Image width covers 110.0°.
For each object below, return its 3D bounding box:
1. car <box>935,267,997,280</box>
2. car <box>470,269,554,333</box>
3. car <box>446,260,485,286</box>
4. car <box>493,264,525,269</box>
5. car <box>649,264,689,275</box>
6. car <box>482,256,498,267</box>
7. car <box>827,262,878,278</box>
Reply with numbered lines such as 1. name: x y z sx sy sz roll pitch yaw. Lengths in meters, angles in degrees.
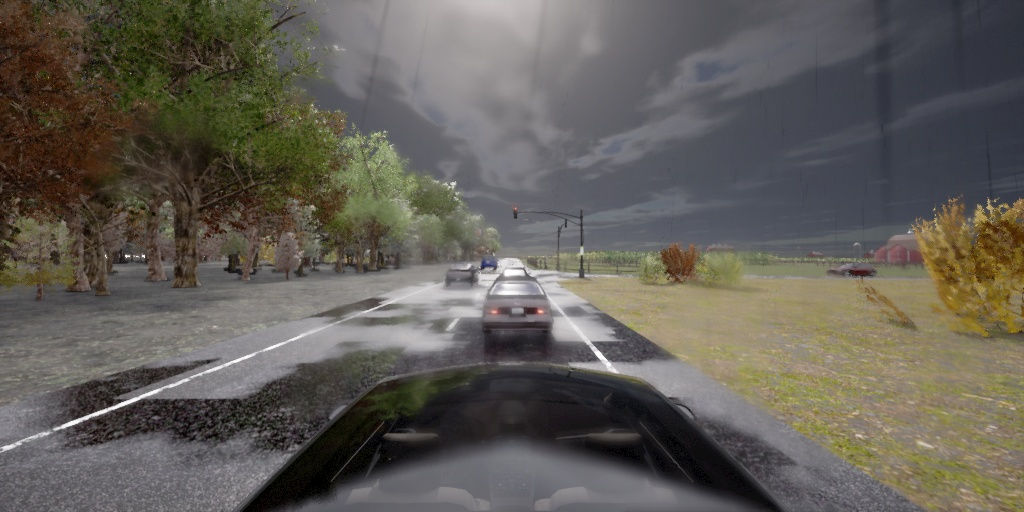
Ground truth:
1. car: 48.670 1.825 38.258 5.357 1.411 2.033 1 -1 1
2. car: 0.121 1.300 10.682 2.033 1.411 5.357 0 0 0
3. car: -3.349 1.247 24.854 2.128 1.511 4.902 0 0 0
4. car: 0.144 1.318 19.922 1.994 1.385 4.181 0 0 0
5. car: 18.072 1.605 42.088 4.718 1.301 1.895 1 -1 1
6. car: -3.287 0.979 52.357 2.150 2.045 5.566 0 0 0
7. car: 39.668 1.592 41.920 4.553 1.767 2.097 1 -1 1
